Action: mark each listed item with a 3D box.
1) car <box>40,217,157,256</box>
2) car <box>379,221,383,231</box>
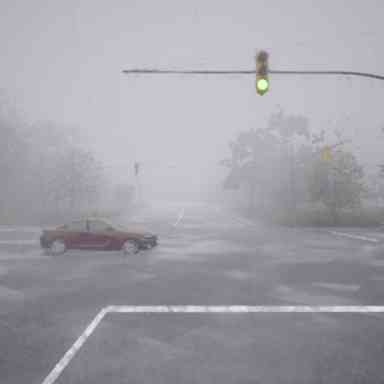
[{"bbox_3d":[-4.018,1.884,14.597,5.008,1.535,1.882,0,-2,5],"label":"car"},{"bbox_3d":[16.563,2.341,24.894,4.674,1.442,1.812,0,-2,-2],"label":"car"}]
